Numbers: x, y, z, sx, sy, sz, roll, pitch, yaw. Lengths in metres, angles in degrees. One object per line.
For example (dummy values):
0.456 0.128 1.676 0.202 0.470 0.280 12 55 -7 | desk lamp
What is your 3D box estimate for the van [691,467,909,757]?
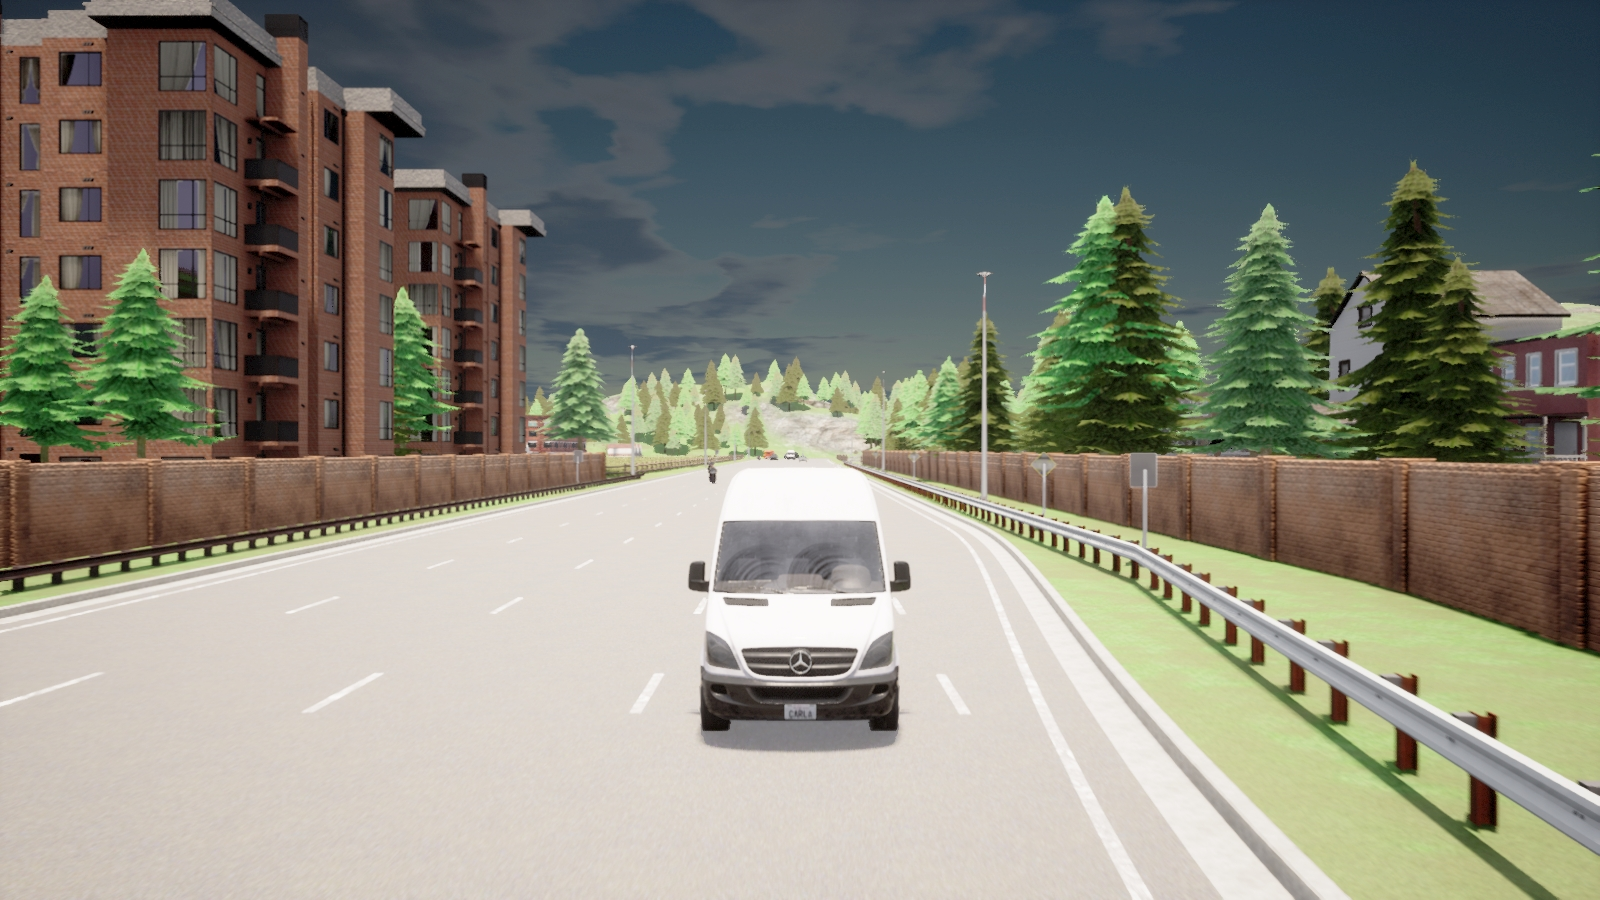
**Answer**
0.001 1.524 13.392 1.988 2.561 5.915 0 0 0 | van
